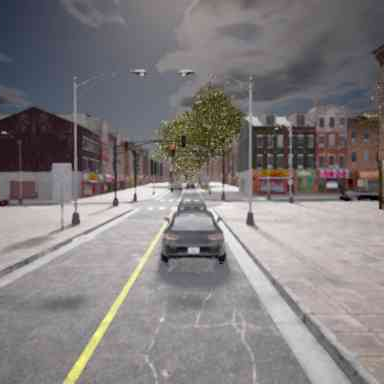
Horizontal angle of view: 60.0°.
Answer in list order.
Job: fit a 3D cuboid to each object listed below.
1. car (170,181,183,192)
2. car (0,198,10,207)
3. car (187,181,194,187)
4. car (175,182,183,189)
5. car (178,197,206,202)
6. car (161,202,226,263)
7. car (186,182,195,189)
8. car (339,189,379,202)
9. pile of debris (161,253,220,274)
[{"bbox_3d":[-3.047,-1.104,65.042,2.150,2.045,5.566,0,3,0],"label":"car"},{"bbox_3d":[-20.527,0.870,33.057,4.507,1.381,1.887,-1,2,0],"label":"car"},{"bbox_3d":[-0.390,-2.077,88.236,1.994,1.385,4.181,0,3,0],"label":"car"},{"bbox_3d":[-3.107,-1.607,80.608,1.837,1.490,4.892,0,3,0],"label":"car"},{"bbox_3d":[-0.004,0.978,22.325,1.895,1.301,4.718,0,2,0],"label":"car"},{"bbox_3d":[0.043,1.264,10.782,1.812,1.442,4.674,0,2,0],"label":"car"},{"bbox_3d":[-0.346,-1.626,78.173,2.097,1.767,4.553,0,3,0],"label":"car"},{"bbox_3d":[17.054,0.326,33.354,4.313,1.339,1.947,-1,2,0],"label":"car"},{"bbox_3d":[-0.041,1.957,9.260,1.500,0.140,1.860,0,2,0],"label":"pile of debris"}]
